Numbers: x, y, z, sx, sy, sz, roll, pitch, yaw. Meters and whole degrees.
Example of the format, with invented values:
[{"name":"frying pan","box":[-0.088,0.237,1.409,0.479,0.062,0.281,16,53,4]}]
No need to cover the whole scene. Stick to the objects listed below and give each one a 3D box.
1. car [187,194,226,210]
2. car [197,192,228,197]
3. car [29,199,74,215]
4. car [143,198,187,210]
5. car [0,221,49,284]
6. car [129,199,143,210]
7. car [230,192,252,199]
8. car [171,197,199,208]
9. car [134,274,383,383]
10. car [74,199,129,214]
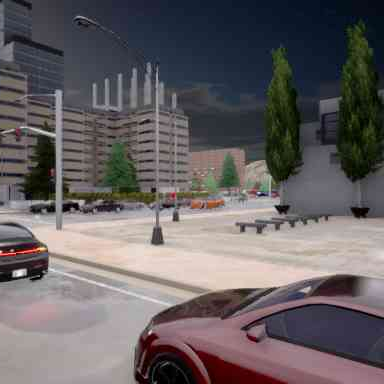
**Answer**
[{"name":"car","box":[1.906,1.352,42.856,2.097,1.767,4.553,0,0,40]},{"name":"car","box":[3.018,1.352,49.860,2.097,1.767,4.553,0,0,40]},{"name":"car","box":[-14.332,1.478,34.840,1.882,1.535,5.008,0,0,40]},{"name":"car","box":[-3.389,1.491,42.329,2.128,1.511,4.902,0,0,40]},{"name":"car","box":[-5.587,1.505,8.764,4.892,1.490,1.837,0,0,40]},{"name":"car","box":[-8.291,1.601,41.961,1.895,1.301,4.718,0,0,40]},{"name":"car","box":[8.796,1.167,61.955,1.994,1.385,4.181,0,0,40]},{"name":"car","box":[-1.023,1.564,50.510,1.994,1.385,4.181,0,0,41]},{"name":"car","box":[1.390,1.564,3.252,4.181,1.385,1.994,0,0,37]},{"name":"car","box":[-9.475,1.505,35.155,1.837,1.490,4.892,0,0,40]}]
